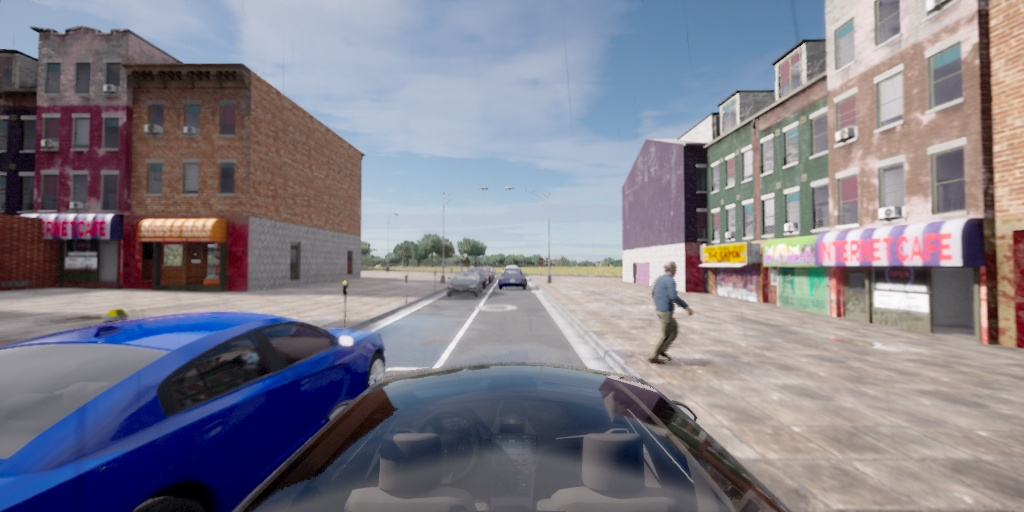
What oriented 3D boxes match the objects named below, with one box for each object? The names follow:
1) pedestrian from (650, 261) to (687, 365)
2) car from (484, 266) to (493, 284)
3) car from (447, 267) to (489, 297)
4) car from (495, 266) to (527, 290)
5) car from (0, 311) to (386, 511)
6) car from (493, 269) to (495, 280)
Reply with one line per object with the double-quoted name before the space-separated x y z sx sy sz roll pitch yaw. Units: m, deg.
"pedestrian" 2.718 0.938 6.279 0.375 1.860 0.375 -1 -1 0
"car" -2.637 1.609 26.139 1.948 1.339 4.313 0 0 0
"car" -2.637 1.519 20.600 2.007 1.370 4.403 0 0 0
"car" 0.057 1.598 25.481 1.994 1.385 4.181 0 -1 0
"car" -2.750 1.244 3.260 1.882 1.535 5.008 0 -1 0
"car" -2.637 1.663 31.679 1.888 1.381 4.507 0 0 0
